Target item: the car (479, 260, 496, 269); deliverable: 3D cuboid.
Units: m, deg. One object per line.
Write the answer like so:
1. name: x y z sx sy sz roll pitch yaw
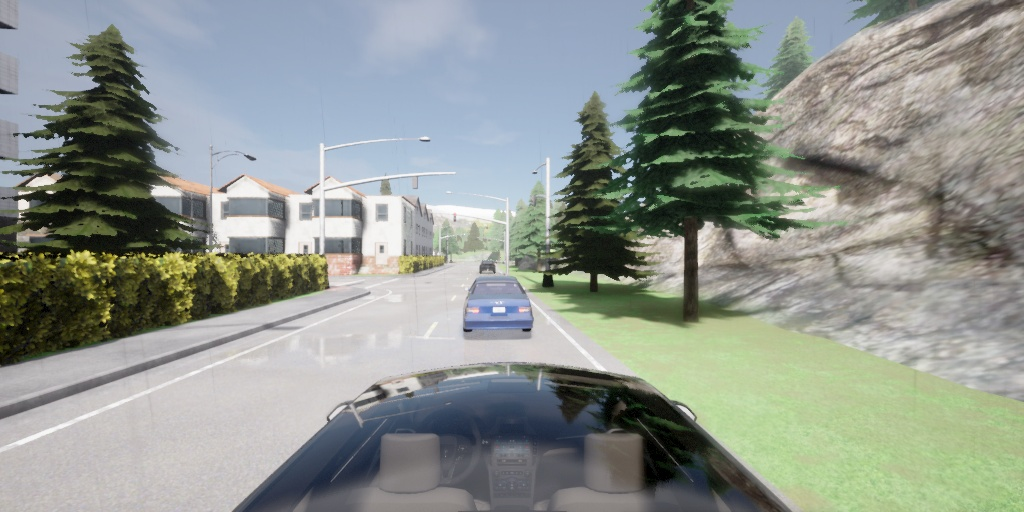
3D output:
1. car: -2.926 1.254 42.730 1.837 1.490 4.892 0 0 -4

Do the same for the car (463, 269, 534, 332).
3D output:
1. car: -0.483 1.297 10.840 2.033 1.411 5.357 0 0 -4
